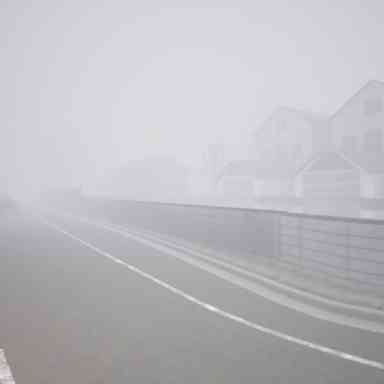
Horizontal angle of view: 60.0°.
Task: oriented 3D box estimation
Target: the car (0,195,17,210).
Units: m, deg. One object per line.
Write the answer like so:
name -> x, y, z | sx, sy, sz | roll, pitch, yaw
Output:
car -> -22.676, 1.484, 41.078 | 2.033, 1.411, 5.357 | 0, 0, -31

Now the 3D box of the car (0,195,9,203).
car -> -34.142, 1.228, 59.943 | 1.837, 1.490, 4.892 | 0, 0, -31
